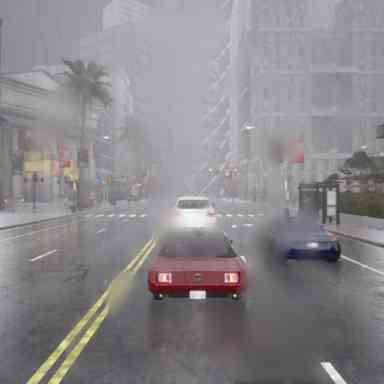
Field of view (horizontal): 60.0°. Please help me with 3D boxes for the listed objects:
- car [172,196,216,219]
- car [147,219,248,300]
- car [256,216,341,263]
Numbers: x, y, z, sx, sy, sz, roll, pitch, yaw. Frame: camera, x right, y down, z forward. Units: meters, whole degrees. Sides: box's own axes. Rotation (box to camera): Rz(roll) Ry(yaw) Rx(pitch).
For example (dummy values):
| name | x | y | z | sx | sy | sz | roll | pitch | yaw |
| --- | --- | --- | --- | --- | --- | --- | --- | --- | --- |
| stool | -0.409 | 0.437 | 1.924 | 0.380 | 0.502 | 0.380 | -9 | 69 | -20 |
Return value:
| name | x | y | z | sx | sy | sz | roll | pitch | yaw |
| --- | --- | --- | --- | --- | --- | --- | --- | --- | --- |
| car | 0.096 | 1.221 | 18.101 | 2.150 | 2.045 | 5.566 | 0 | 0 | 0 |
| car | 0.104 | 1.601 | 8.333 | 1.895 | 1.301 | 4.718 | 0 | 0 | 0 |
| car | 3.611 | 1.564 | 11.978 | 1.994 | 1.385 | 4.181 | 0 | 0 | 0 |
